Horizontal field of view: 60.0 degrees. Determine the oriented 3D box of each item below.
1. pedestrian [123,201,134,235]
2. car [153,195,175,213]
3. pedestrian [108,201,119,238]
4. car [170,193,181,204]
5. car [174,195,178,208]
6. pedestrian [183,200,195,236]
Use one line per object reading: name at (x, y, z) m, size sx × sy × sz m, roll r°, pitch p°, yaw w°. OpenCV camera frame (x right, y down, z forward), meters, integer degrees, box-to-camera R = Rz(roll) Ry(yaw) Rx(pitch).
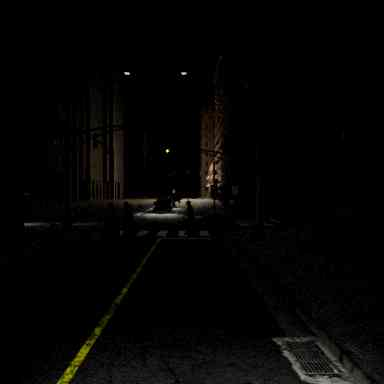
pedestrian at (-3.276, 1.294, 17.183) m, size 0.375 × 1.860 × 0.375 m, roll 0°, pitch 0°, yaw 0°
car at (-3.274, 1.479, 37.812) m, size 1.882 × 1.535 × 5.008 m, roll 0°, pitch 0°, yaw 0°
pedestrian at (-3.808, 1.294, 15.981) m, size 0.375 × 1.860 × 0.375 m, roll 0°, pitch 0°, yaw 0°
car at (-3.349, 1.225, 64.755) m, size 2.150 × 2.045 × 5.566 m, roll 0°, pitch 0°, yaw 0°
car at (-3.321, 1.528, 47.861) m, size 1.812 × 1.442 × 4.674 m, roll 0°, pitch 0°, yaw 0°
pedestrian at (-0.148, 1.294, 16.599) m, size 0.375 × 1.860 × 0.375 m, roll 0°, pitch 0°, yaw 0°
